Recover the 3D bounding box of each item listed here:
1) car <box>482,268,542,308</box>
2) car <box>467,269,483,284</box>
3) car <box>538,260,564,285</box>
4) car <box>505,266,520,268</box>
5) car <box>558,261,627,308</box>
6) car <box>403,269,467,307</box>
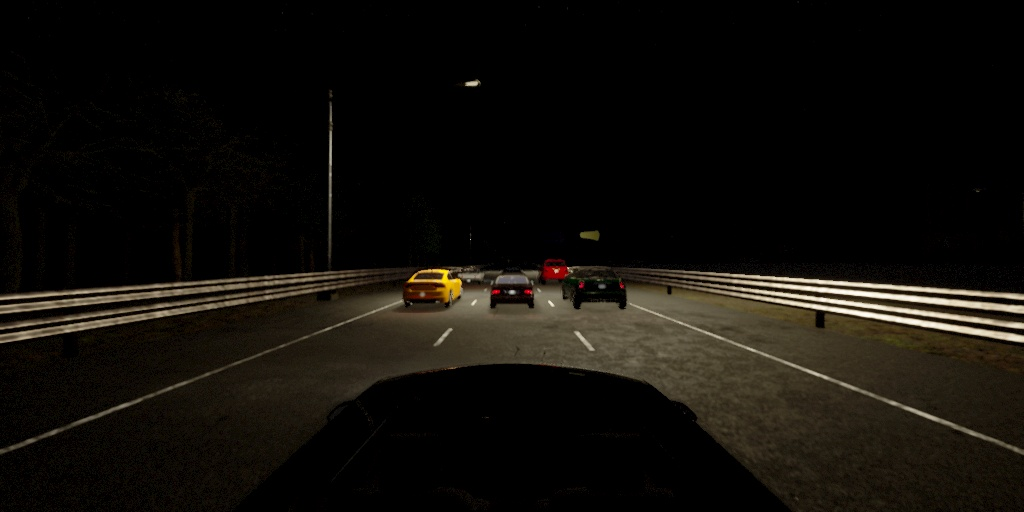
[{"bbox_3d":[0.008,1.434,15.974,2.033,1.411,5.357,0,-1,0],"label":"car"},{"bbox_3d":[-3.483,1.754,31.098,1.895,1.301,4.718,0,-1,0],"label":"car"},{"bbox_3d":[3.516,1.368,31.026,2.150,2.045,5.566,0,-1,0],"label":"car"},{"bbox_3d":[0.019,1.650,31.293,2.128,1.511,4.902,0,-1,0],"label":"car"},{"bbox_3d":[3.509,1.237,16.063,2.097,1.767,4.553,0,-1,0],"label":"car"},{"bbox_3d":[-3.488,1.369,16.465,1.882,1.535,5.008,0,0,0],"label":"car"}]
